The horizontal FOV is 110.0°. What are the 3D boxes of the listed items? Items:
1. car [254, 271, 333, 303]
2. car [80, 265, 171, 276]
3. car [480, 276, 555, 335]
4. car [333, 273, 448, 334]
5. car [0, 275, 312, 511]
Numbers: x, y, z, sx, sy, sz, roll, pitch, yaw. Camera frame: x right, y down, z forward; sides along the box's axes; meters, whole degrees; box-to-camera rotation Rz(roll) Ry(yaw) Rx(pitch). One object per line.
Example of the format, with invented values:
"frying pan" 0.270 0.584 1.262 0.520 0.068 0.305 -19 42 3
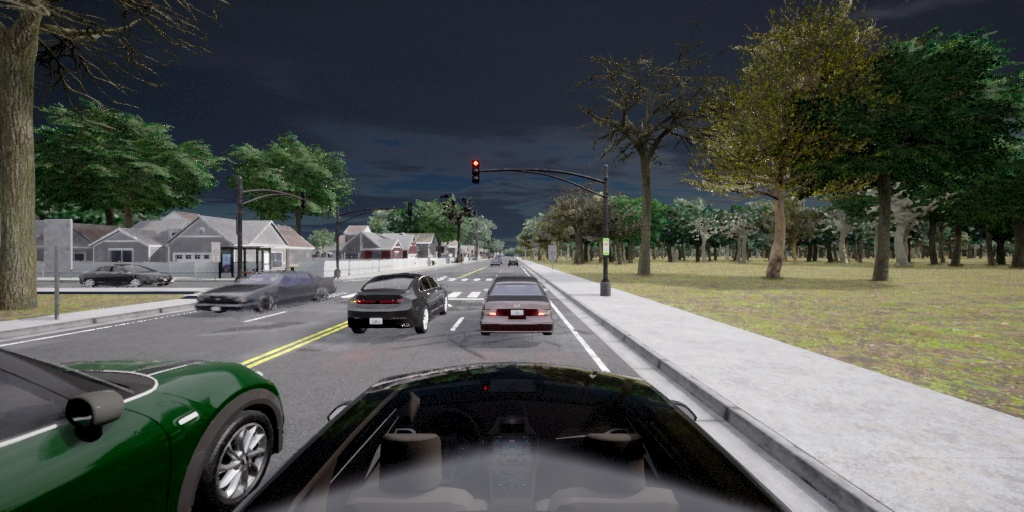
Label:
"car" -9.140 1.296 14.084 2.033 1.411 5.357 0 0 7
"car" -24.577 1.290 22.941 4.892 1.490 1.837 -1 0 1
"car" 0.118 1.297 10.429 2.033 1.411 5.357 0 0 0
"car" -3.138 1.254 10.682 1.837 1.490 4.892 0 0 0
"car" -3.150 1.102 1.443 2.097 1.767 4.553 0 0 0
